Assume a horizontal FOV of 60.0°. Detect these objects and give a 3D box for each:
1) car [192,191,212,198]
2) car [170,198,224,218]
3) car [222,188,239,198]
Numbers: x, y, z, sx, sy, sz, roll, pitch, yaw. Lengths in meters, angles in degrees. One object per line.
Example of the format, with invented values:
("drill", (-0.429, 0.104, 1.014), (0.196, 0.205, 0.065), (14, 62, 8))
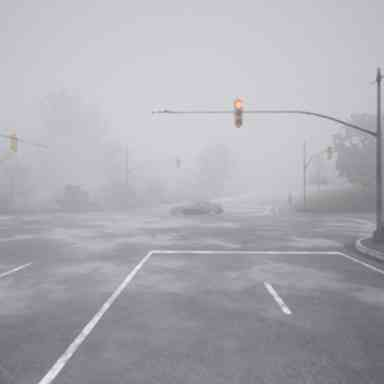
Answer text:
("car", (1.695, 0.935, 57.195), (2.150, 2.045, 5.566), (0, 2, 21))
("car", (0.446, 1.538, 30.361), (4.902, 1.511, 2.128), (0, 0, 3))
("car", (8.310, 0.141, 71.676), (2.150, 2.045, 5.566), (0, 3, 28))
